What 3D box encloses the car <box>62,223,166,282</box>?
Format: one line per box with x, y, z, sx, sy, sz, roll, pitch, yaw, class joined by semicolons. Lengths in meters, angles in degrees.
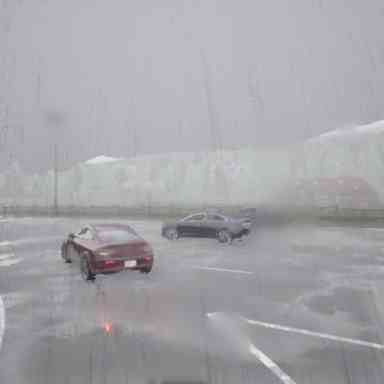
-2.763;1.695;10.467;1.812;1.442;4.674;0;-1;-31;car

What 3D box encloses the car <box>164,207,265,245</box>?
0.740;1.674;16.419;4.902;1.511;2.128;-1;-1;31;car

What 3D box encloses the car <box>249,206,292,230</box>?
4.199;1.702;22.508;4.892;1.490;1.837;-1;-1;31;car
